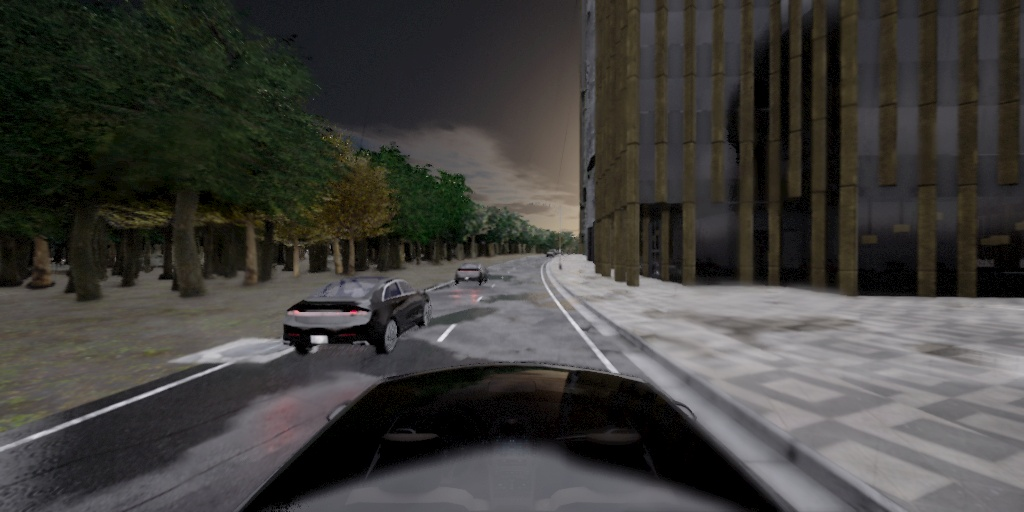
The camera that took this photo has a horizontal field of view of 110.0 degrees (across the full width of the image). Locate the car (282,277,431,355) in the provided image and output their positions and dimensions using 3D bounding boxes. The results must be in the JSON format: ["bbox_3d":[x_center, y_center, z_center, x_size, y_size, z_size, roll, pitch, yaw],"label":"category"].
[{"bbox_3d":[-3.316,1.237,8.658,2.128,1.511,4.902,0,0,1],"label":"car"}]

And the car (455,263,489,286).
[{"bbox_3d":[-2.783,1.205,25.376,2.128,1.511,4.902,0,1,3],"label":"car"}]
